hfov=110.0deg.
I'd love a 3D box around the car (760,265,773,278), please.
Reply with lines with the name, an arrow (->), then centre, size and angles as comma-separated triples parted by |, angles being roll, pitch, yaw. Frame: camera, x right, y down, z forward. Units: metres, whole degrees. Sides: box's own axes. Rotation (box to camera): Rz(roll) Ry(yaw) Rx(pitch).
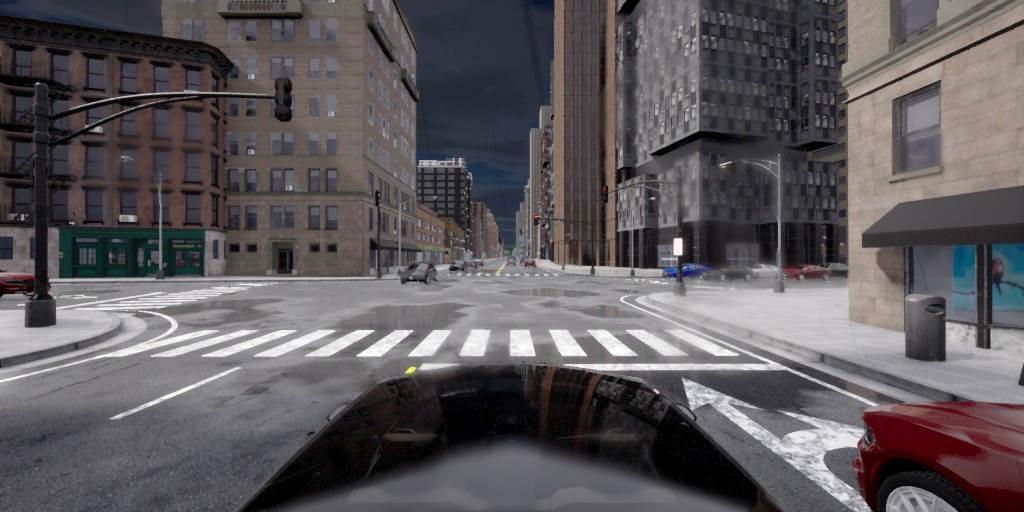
car -> 25.995, 1.639, 37.400 | 4.674, 1.442, 1.812 | 1, 0, -15

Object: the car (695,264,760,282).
car -> 19.267, 1.514, 32.084 | 4.892, 1.490, 1.837 | 1, 0, -17

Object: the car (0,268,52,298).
car -> -22.335, 0.962, 14.471 | 5.008, 1.535, 1.882 | 1, 0, -17

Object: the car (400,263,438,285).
car -> -6.641, 1.242, 26.062 | 1.837, 1.490, 4.892 | 0, 0, 0

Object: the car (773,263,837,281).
car -> 28.317, 1.593, 34.659 | 5.008, 1.535, 1.882 | 1, 0, -15

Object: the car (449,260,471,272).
car -> -6.682, 1.263, 45.033 | 1.837, 1.490, 4.892 | 0, 0, 0

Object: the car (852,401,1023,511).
car -> 3.353, 1.227, 0.450 | 1.882, 1.535, 5.008 | 0, 0, 0

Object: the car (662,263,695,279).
car -> 17.014, 1.486, 34.826 | 5.008, 1.535, 1.882 | 1, 0, -16

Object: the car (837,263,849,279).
car -> 35.003, 1.570, 39.685 | 4.553, 1.767, 2.097 | 1, 0, -13

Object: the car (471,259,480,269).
car -> -6.699, 1.325, 58.004 | 1.994, 1.385, 4.181 | 0, 0, 0
